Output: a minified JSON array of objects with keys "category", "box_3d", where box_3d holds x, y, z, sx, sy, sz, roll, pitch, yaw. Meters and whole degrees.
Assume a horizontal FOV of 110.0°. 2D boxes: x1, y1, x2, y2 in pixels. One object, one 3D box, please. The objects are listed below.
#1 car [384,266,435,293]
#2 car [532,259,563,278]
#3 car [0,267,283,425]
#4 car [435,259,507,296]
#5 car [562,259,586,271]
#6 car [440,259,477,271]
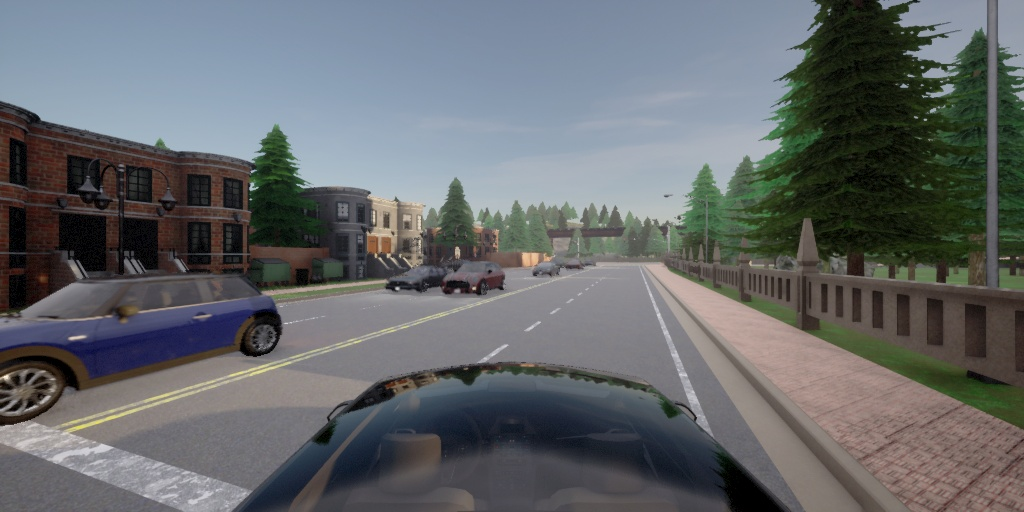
[{"category":"car","box_3d":[-5.048,1.297,20.981,2.033,1.411,5.357,0,0,19]},{"category":"car","box_3d":[3.361,1.275,34.734,1.812,1.442,4.674,0,0,19]},{"category":"car","box_3d":[-6.417,1.102,5.922,2.097,1.767,4.553,0,0,17]},{"category":"car","box_3d":[-1.915,1.102,19.332,2.097,1.767,4.553,0,0,19]},{"category":"car","box_3d":[8.853,1.228,50.659,1.882,1.535,5.008,0,0,19]},{"category":"car","box_3d":[-7.470,1.215,50.089,4.892,1.490,1.837,0,1,23]}]
